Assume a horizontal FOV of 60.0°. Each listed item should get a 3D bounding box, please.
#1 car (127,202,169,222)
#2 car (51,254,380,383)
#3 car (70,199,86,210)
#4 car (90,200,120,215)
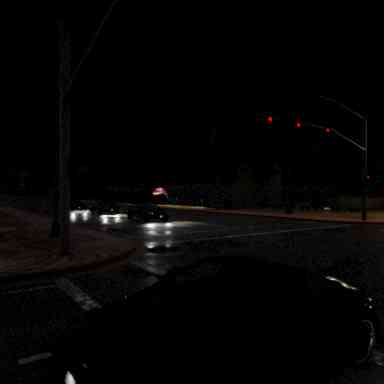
[{"bbox_3d":[-3.637,1.523,26.450,1.812,1.442,4.674,0,0,-36],"label":"car"},{"bbox_3d":[0.515,1.563,4.200,4.181,1.385,1.994,0,0,-35],"label":"car"},{"bbox_3d":[-15.055,1.598,42.485,1.895,1.301,4.718,0,0,-35],"label":"car"},{"bbox_3d":[-8.885,1.561,33.798,1.994,1.385,4.181,0,0,-35],"label":"car"}]
